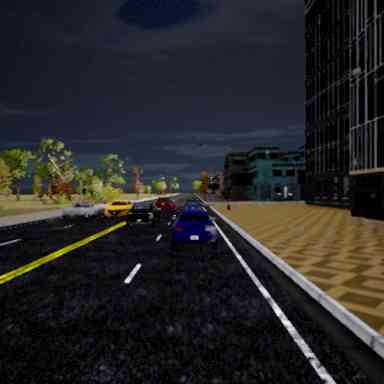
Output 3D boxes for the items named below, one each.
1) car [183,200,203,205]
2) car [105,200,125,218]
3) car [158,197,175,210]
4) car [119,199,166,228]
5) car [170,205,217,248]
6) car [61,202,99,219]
[{"bbox_3d":[0.093,1.548,33.273,2.033,1.411,5.357,0,0,0],"label":"car"},{"bbox_3d":[-6.508,1.481,30.340,1.882,1.535,5.008,0,0,0],"label":"car"},{"bbox_3d":[-3.158,1.352,38.593,2.097,1.767,4.553,0,0,0],"label":"car"},{"bbox_3d":[-3.153,1.492,22.283,2.128,1.511,4.902,0,0,0],"label":"car"},{"bbox_3d":[0.096,1.526,14.622,1.812,1.442,4.674,0,0,0],"label":"car"},{"bbox_3d":[-9.770,1.602,29.341,1.895,1.301,4.718,0,0,0],"label":"car"}]
